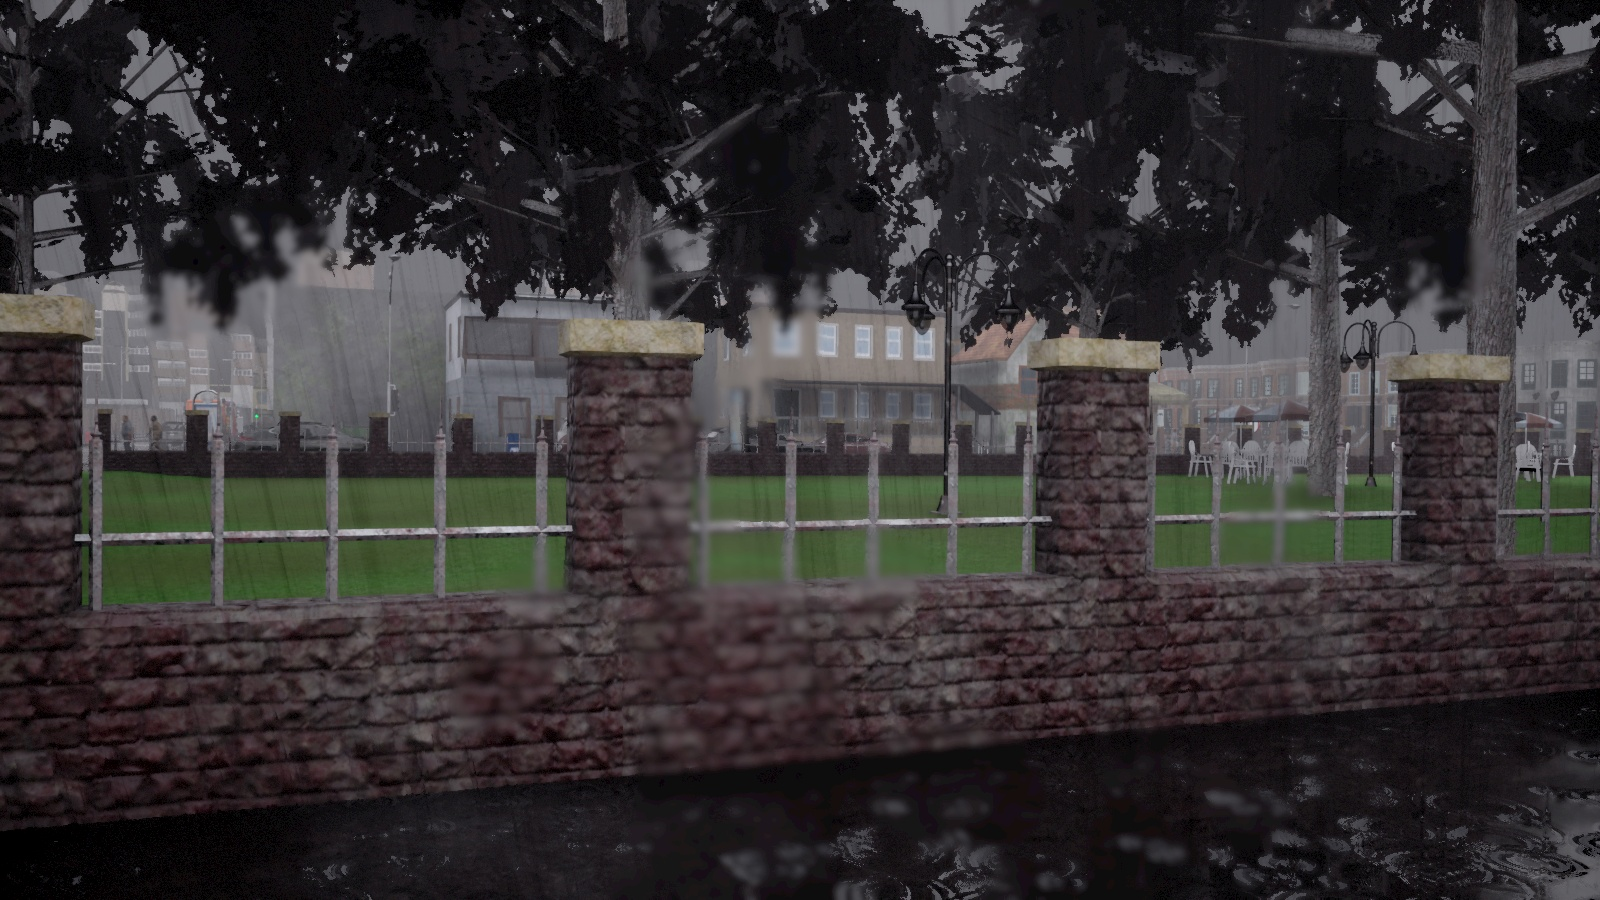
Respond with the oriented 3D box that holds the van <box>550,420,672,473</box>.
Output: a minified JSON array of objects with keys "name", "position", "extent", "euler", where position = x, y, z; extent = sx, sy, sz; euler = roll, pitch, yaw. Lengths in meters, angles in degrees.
[{"name":"van","position":[-7.425,-0.173,49.389],"extent":[4.442,1.987,1.775],"euler":[-1,1,-21]}]

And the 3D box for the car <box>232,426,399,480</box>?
[{"name":"car","position":[-16.023,0.070,41.785],"extent":[5.027,1.651,2.152],"euler":[-1,1,-19]}]

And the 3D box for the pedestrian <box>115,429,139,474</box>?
[{"name":"pedestrian","position":[-27.812,0.047,51.880],"extent":[0.540,1.848,0.694],"euler":[0,1,42]}]

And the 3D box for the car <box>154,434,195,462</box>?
[{"name":"car","position":[-38.264,-0.142,76.911],"extent":[1.851,1.617,3.988],"euler":[-1,1,-21]}]

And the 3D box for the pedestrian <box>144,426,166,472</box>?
[{"name":"pedestrian","position":[-27.195,-0.032,52.916],"extent":[0.396,1.930,0.692],"euler":[0,1,44]}]

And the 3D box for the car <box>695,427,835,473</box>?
[{"name":"car","position":[-1.333,-0.029,47.426],"extent":[4.856,1.649,2.033],"euler":[-1,1,-21]}]

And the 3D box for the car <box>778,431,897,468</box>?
[{"name":"car","position":[1.576,-0.052,52.808],"extent":[4.674,1.442,1.812],"euler":[-1,1,-21]}]
